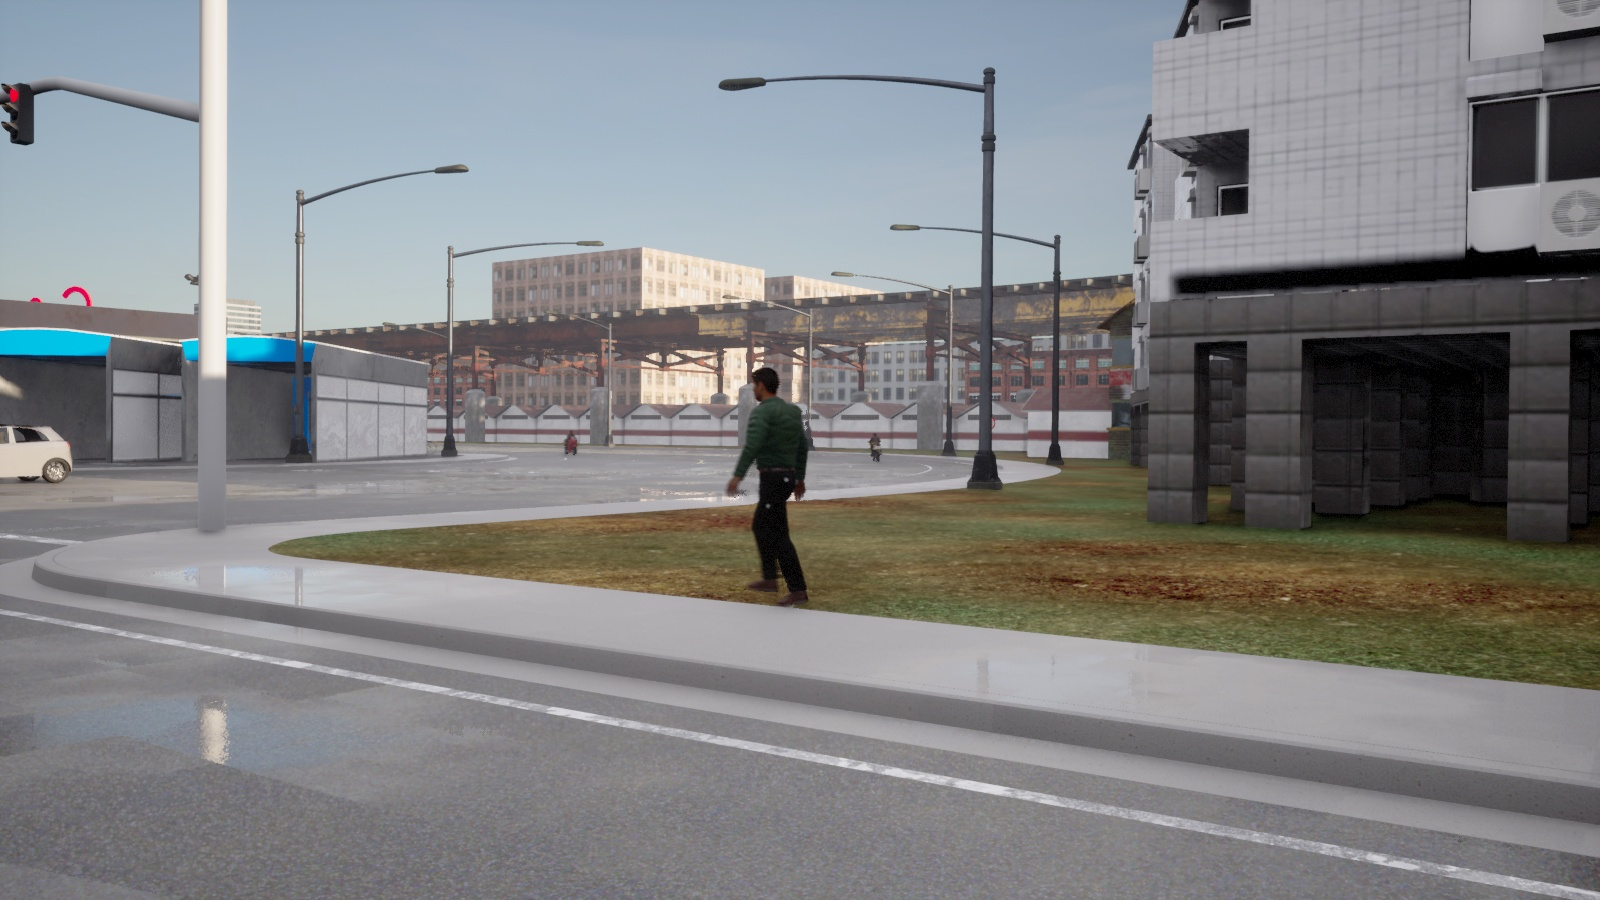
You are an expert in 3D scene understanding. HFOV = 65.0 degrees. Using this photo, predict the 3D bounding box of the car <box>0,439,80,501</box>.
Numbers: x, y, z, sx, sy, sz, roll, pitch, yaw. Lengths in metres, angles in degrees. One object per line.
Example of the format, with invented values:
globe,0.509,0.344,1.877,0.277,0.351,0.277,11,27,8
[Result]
car,-20.440,0.500,31.538,1.845,1.501,3.633,0,1,35

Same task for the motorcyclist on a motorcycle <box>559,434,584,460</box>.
motorcyclist on a motorcycle,-13.536,-0.180,74.398,0.797,1.523,2.044,-2,1,-29

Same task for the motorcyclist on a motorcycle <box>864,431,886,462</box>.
motorcyclist on a motorcycle,3.859,-0.203,64.540,0.797,1.523,2.044,-2,1,-5

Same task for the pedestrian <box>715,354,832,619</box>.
pedestrian,-0.205,0.265,9.645,0.788,1.949,0.423,0,1,35
